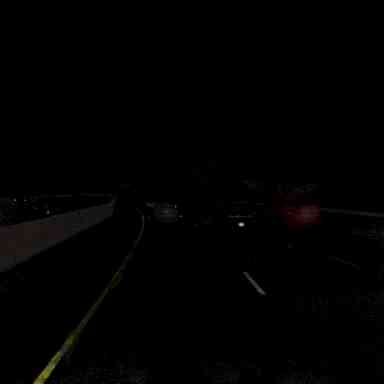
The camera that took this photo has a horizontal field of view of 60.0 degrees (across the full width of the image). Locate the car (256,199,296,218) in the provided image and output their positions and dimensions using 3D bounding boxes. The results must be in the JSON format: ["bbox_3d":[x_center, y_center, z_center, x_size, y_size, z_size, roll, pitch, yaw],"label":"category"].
[{"bbox_3d":[7.797,1.494,31.272,1.837,1.490,4.892,0,0,-9],"label":"car"}]

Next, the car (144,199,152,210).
[{"bbox_3d":[-5.103,1.611,42.686,1.895,1.301,4.718,0,0,-12],"label":"car"}]

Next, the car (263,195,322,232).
[{"bbox_3d":[5.812,1.213,20.429,2.150,2.045,5.566,0,0,-6],"label":"car"}]

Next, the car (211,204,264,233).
[{"bbox_3d":[2.333,1.489,19.903,2.128,1.511,4.902,0,0,-6],"label":"car"}]

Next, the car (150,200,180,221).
[{"bbox_3d":[-2.156,1.568,26.984,1.994,1.385,4.181,0,0,-9],"label":"car"}]
